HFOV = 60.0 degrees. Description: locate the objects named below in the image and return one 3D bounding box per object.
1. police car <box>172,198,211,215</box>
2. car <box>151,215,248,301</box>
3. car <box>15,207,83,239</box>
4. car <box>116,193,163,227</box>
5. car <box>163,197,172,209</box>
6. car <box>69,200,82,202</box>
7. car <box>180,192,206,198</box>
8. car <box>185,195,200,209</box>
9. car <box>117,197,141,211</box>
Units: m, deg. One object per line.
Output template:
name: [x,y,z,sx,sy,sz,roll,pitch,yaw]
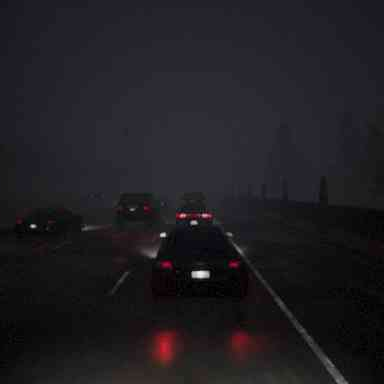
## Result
police car: [0.104,1.376,19.426,2.038,1.542,4.974,0,0,0]
car: [0.121,1.508,8.268,1.994,1.385,4.181,0,0,-1]
car: [-6.898,1.453,16.491,1.994,1.385,4.181,0,0,0]
car: [-3.397,1.076,21.659,2.150,2.045,5.566,0,0,0]
car: [-3.409,1.293,40.350,1.994,1.385,4.181,0,0,0]
car: [-17.623,1.227,51.141,1.994,1.385,4.181,0,0,-1]
car: [0.107,1.022,30.107,2.150,2.045,5.566,0,1,0]
car: [0.085,1.174,42.546,1.801,1.575,5.366,0,1,0]
car: [-6.895,1.280,37.026,1.812,1.442,4.674,0,0,0]
